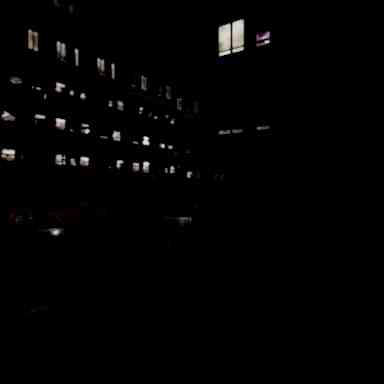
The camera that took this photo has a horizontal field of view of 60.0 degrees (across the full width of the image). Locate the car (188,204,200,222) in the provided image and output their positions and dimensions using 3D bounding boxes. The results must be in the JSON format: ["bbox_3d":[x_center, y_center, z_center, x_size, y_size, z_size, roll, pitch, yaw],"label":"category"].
[{"bbox_3d":[1.856,1.921,28.967,1.802,1.307,4.206,-1,-2,35],"label":"car"}]

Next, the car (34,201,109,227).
[{"bbox_3d":[-8.425,1.616,24.330,1.882,1.535,5.008,0,-1,35],"label":"car"}]

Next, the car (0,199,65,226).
[{"bbox_3d":[-11.544,1.411,24.426,2.192,1.841,5.009,-1,-2,35],"label":"car"}]

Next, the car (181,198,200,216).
[{"bbox_3d":[1.046,1.656,37.791,2.150,2.045,5.566,0,-1,35],"label":"car"}]
